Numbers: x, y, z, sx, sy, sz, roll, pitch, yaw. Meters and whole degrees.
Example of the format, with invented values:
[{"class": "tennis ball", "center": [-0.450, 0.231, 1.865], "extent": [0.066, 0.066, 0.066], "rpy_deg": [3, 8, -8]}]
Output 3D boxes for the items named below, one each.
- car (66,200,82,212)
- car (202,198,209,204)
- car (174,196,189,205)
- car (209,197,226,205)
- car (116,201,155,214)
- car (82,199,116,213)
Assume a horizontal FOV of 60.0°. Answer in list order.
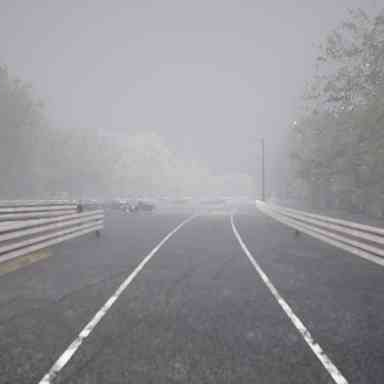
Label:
[{"class": "car", "center": [-12.132, 1.495, 36.220], "extent": [1.895, 1.301, 4.718], "rpy_deg": [0, -1, 18]}, {"class": "car", "center": [3.657, 2.002, 74.891], "extent": [2.033, 1.411, 5.357], "rpy_deg": [0, -1, 17]}, {"class": "car", "center": [-2.082, 1.694, 68.266], "extent": [2.097, 1.767, 4.553], "rpy_deg": [0, -1, 17]}, {"class": "car", "center": [5.785, 1.924, 69.982], "extent": [2.128, 1.511, 4.902], "rpy_deg": [0, -1, 17]}, {"class": "car", "center": [-5.473, 1.540, 34.010], "extent": [1.895, 1.301, 4.718], "rpy_deg": [1, -1, 18]}, {"class": "car", "center": [-8.829, 1.450, 35.071], "extent": [2.033, 1.411, 5.357], "rpy_deg": [0, -1, 17]}]
